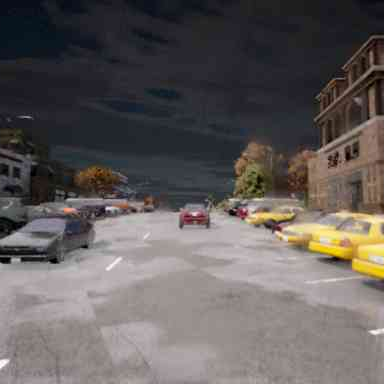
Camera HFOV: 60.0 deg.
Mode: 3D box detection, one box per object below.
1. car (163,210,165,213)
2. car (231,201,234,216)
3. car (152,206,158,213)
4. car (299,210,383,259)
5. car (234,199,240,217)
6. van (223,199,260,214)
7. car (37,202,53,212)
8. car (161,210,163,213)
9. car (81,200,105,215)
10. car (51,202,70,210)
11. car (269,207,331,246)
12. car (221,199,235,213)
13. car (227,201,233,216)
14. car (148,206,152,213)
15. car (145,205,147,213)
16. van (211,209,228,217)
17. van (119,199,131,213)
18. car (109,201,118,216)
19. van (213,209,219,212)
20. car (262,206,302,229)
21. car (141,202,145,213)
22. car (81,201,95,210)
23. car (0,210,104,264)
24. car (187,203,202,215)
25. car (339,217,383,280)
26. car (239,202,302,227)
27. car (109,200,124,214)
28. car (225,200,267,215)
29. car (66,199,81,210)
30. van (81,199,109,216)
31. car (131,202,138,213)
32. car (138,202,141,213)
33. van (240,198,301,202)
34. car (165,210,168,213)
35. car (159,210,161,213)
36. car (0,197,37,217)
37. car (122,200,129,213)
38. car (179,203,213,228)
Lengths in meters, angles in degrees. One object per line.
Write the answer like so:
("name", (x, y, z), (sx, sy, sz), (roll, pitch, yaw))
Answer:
("car", (-10.513, 5.512, 87.402), (5.366, 1.575, 1.946), (1, -6, -19))
("car", (6.541, 1.897, 32.165), (4.674, 1.452, 2.002), (1, -2, -19))
("car", (-10.703, 3.578, 69.980), (5.566, 2.045, 2.435), (1, -6, -19))
("car", (6.590, 1.542, 11.283), (5.366, 1.575, 1.946), (1, -1, -20))
("car", (6.491, 1.668, 29.169), (4.553, 1.767, 2.185), (1, -1, -19))
("van", (6.564, 1.950, 44.100), (4.442, 1.987, 1.878), (1, -2, -19))
("car", (-11.351, 1.622, 20.193), (4.892, 1.521, 2.231), (-1, 0, -20))
("car", (-10.651, 4.948, 81.570), (5.366, 1.575, 1.946), (1, -6, -19))
("car", (-11.276, 1.839, 31.929), (5.008, 1.535, 2.097), (0, -1, -19))
("car", (-11.333, 1.669, 23.130), (4.892, 1.521, 2.231), (-1, -1, -20))
("car", (6.254, 1.561, 14.149), (5.366, 1.575, 1.946), (1, 0, -20))
("car", (6.587, 1.752, 38.139), (5.566, 2.045, 2.435), (1, -1, -19))
("car", (6.602, 1.958, 35.169), (4.792, 1.488, 2.163), (1, -2, -19))
("car", (-10.827, 3.315, 64.102), (4.892, 1.521, 2.231), (1, -4, -19))
("car", (-10.944, 2.885, 58.273), (4.892, 1.521, 2.231), (0, -4, -19))
("van", (7.718, 5.823, 92.840), (4.442, 1.987, 1.878), (3, -6, -18))
("van", (-11.223, 2.034, 46.554), (4.442, 1.987, 1.878), (0, -2, -19))
("car", (-11.216, 2.024, 37.795), (4.674, 1.452, 2.002), (0, -2, -19))
("van", (7.430, 5.527, 89.828), (4.442, 1.987, 1.878), (3, -6, -18))
("car", (6.413, 1.631, 17.190), (4.792, 1.488, 2.163), (1, 0, -20))
("car", (-11.157, 2.692, 55.288), (5.366, 1.575, 1.946), (0, -3, -19))
("car", (-11.268, 1.806, 29.011), (4.792, 1.488, 2.163), (0, -2, -19))
("car", (-5.075, 1.602, 12.263), (2.033, 1.411, 5.357), (0, 0, 0))
("car", (0.357, 2.147, 42.058), (1.812, 1.442, 4.674), (0, -2, 1))
("car", (6.583, 1.522, 8.291), (5.366, 1.575, 1.946), (1, -1, -20))
("car", (6.303, 1.679, 23.122), (5.366, 1.575, 1.946), (1, -1, -20))
("car", (-11.185, 2.105, 40.733), (4.674, 1.452, 2.002), (0, -2, -19))
("car", (6.671, 1.961, 41.154), (4.553, 1.767, 2.185), (1, -2, -19))
("car", (-11.289, 1.592, 26.071), (4.553, 1.767, 2.185), (0, -1, -20))
("van", (-11.354, 1.684, 34.828), (4.442, 1.987, 1.878), (0, -1, -19))
("car", (-11.078, 2.385, 49.512), (5.008, 1.535, 2.097), (0, -3, -19))
("car", (-11.035, 2.532, 52.435), (4.892, 1.521, 2.231), (0, -3, -19))
("van", (6.391, 1.507, 26.141), (4.442, 1.987, 1.878), (1, -1, -19))
("car", (-10.192, 6.087, 93.300), (4.892, 1.521, 2.231), (1, -6, -19))
("car", (-10.567, 4.701, 78.695), (4.792, 1.488, 2.163), (1, -6, -19))
("car", (-11.402, 1.333, 17.250), (5.566, 2.045, 2.435), (-1, 0, -20))
("car", (-11.119, 2.183, 43.666), (4.792, 1.488, 2.163), (0, -2, -19))
("car", (0.190, 1.558, 24.141), (2.097, 1.767, 4.553), (0, -1, 0))
